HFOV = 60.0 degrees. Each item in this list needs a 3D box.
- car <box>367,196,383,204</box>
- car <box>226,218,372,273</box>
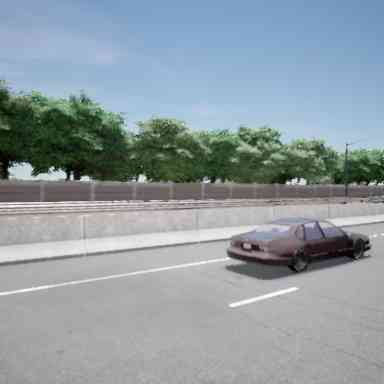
[{"bbox_3d":[28.136,1.443,49.762,4.892,1.490,1.837,-1,0,-35],"label":"car"},{"bbox_3d":[3.591,1.543,10.671,5.357,1.411,2.033,0,0,-35],"label":"car"}]
